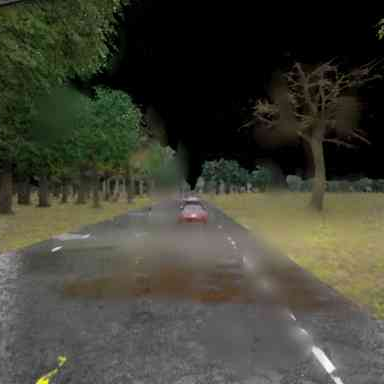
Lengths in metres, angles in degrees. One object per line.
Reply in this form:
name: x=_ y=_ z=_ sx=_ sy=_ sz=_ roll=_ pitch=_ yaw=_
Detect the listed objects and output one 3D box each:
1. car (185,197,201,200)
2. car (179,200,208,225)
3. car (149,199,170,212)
car: x=0.107 y=1.328 z=41.437 sx=1.882 sy=1.535 sz=5.008 roll=0 pitch=0 yaw=0
car: x=0.111 y=1.483 z=23.619 sx=1.994 sy=1.385 sz=4.181 roll=0 pitch=0 yaw=0
car: x=-3.489 y=1.436 z=36.365 sx=1.994 sy=1.385 sz=4.181 roll=0 pitch=0 yaw=0
